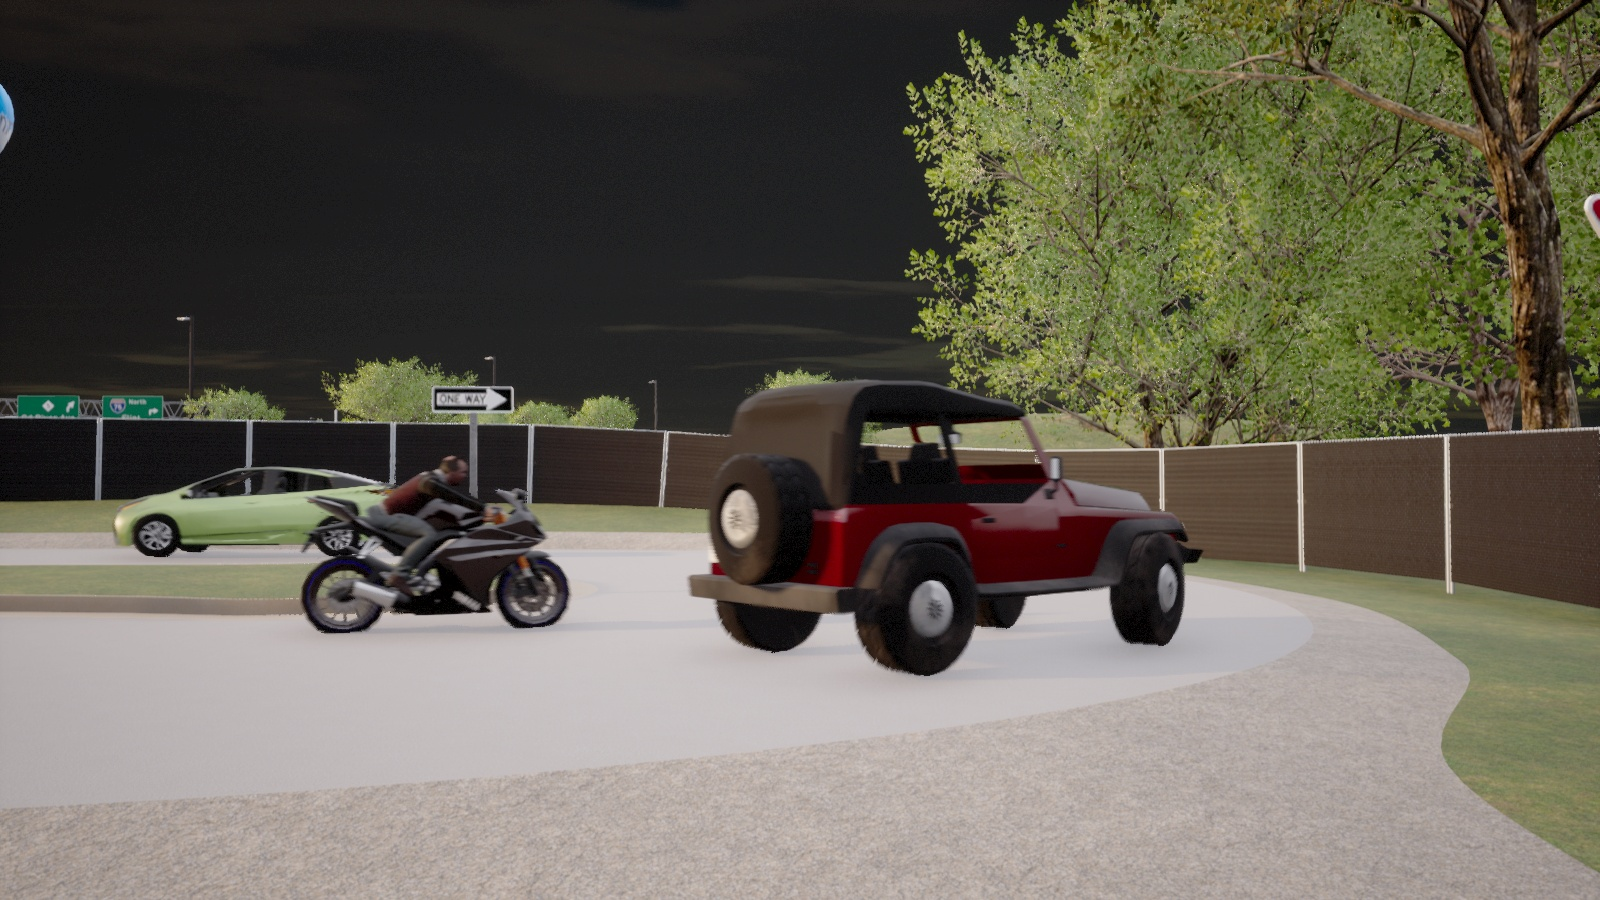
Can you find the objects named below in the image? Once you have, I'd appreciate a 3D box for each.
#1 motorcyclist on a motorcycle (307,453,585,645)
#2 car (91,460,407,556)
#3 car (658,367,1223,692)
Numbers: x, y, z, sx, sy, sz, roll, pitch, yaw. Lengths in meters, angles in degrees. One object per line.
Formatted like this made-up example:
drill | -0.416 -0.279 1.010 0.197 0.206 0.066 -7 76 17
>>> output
motorcyclist on a motorcycle | -3.005 0.826 10.768 2.191 1.530 0.866 1 -4 -17
car | -9.238 0.992 21.432 4.514 1.525 2.007 1 -2 -7
car | 1.121 0.511 9.197 3.866 1.878 1.905 1 -2 -38
